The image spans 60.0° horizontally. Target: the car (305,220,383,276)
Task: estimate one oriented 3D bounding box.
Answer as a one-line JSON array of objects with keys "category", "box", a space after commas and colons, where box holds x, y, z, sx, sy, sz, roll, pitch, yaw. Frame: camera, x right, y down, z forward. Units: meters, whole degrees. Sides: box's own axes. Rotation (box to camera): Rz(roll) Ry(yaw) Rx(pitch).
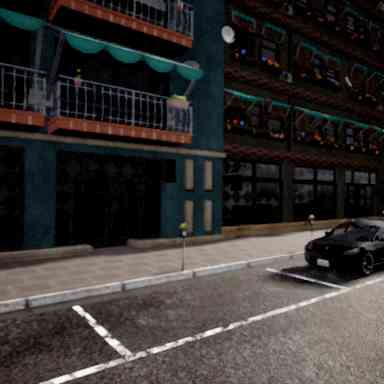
[{"category": "car", "box": [5.375, 1.571, 10.386, 4.313, 1.339, 1.947, 0, 1, -36]}]
